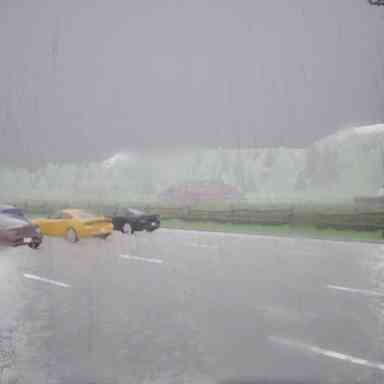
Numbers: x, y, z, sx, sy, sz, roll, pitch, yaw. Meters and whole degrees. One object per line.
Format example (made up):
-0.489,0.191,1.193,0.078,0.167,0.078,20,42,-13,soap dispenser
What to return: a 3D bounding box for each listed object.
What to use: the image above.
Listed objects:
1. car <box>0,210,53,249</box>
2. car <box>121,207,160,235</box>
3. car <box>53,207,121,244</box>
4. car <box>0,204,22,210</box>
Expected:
-8.088,1.659,13.899,4.674,1.442,1.812,0,0,35,car
-4.136,1.612,19.678,5.008,1.535,1.882,0,0,35,car
-6.147,1.612,16.814,5.008,1.535,1.882,0,0,35,car
-16.392,1.750,28.323,5.008,1.535,1.882,0,0,35,car
